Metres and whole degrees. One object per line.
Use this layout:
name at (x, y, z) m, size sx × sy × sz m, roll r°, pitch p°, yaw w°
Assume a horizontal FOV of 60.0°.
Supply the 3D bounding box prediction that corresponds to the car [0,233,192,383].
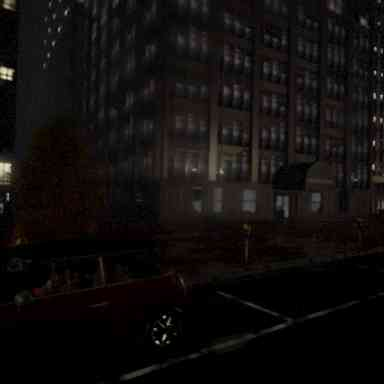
car at (-2.075, 1.450, 4.596) m, size 4.097 × 1.590 × 1.967 m, roll 1°, pitch 1°, yaw -35°
